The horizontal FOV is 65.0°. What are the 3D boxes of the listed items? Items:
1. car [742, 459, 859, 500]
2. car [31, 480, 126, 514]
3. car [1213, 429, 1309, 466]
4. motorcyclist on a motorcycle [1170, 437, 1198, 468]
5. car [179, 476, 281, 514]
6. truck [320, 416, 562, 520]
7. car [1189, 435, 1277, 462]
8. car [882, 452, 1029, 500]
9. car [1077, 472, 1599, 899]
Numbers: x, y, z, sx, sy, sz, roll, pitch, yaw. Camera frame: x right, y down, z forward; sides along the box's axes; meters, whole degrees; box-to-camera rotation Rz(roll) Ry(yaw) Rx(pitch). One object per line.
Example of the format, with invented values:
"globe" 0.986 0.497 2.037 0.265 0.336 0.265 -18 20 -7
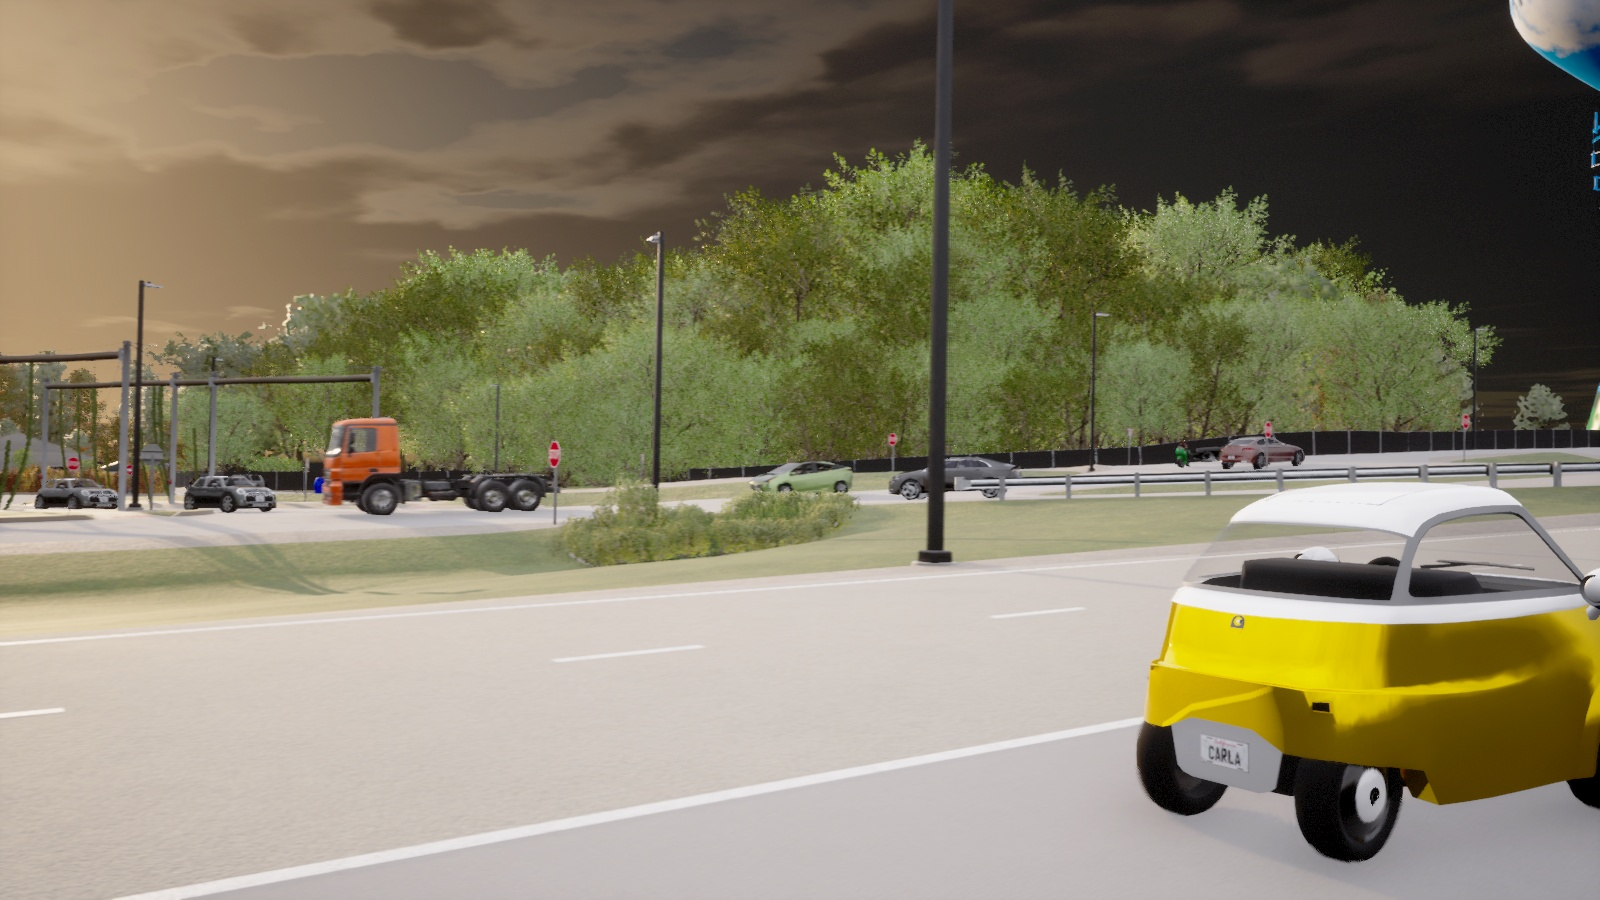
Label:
"car" 0.033 1.207 52.913 4.514 1.525 2.007 -2 1 -33
"car" -32.283 2.113 56.151 3.806 1.475 1.970 -1 -2 28
"car" 23.846 -0.152 64.887 5.027 1.651 2.152 -3 2 -36
"motorcyclist on a motorcycle" 20.630 0.122 67.435 0.797 1.523 2.044 -4 0 33
"car" -23.123 1.846 50.932 3.806 1.475 1.970 -2 -2 31
"truck" -12.866 0.573 45.200 7.936 3.462 2.891 -1 0 -27
"car" 25.917 -0.058 75.283 4.718 1.301 1.895 -3 -2 9
"car" 5.656 0.959 45.493 4.902 1.511 2.128 -2 -2 18
"car" 2.524 0.809 5.416 2.207 1.376 1.481 0 0 -35
